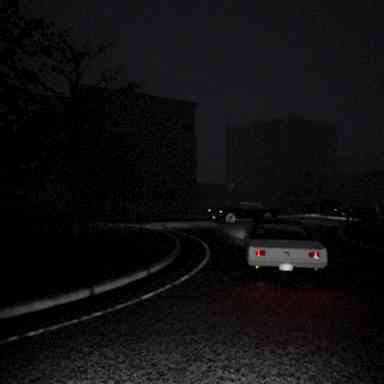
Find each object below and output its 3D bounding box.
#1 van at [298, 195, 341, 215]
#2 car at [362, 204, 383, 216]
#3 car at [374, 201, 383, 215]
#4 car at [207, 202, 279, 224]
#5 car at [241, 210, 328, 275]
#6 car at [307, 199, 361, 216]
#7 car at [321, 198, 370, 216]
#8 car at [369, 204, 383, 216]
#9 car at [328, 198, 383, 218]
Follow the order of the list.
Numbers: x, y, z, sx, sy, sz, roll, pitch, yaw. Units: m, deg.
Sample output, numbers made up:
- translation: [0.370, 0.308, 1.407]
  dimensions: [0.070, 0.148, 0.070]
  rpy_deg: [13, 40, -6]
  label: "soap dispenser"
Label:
- translation: [13.370, 1.305, 35.045]
  dimensions: [1.878, 1.987, 4.442]
  rpy_deg: [3, -1, -40]
  label: "van"
- translation: [26.192, 2.527, 45.731]
  dimensions: [2.002, 1.452, 4.674]
  rpy_deg: [4, -2, -40]
  label: "car"
- translation: [30.443, 2.564, 49.359]
  dimensions: [2.435, 2.045, 5.566]
  rpy_deg: [4, -2, -40]
  label: "car"
- translation: [3.364, 1.295, 21.899]
  dimensions: [4.718, 1.301, 1.895]
  rpy_deg: [1, 1, -27]
  label: "car"
- translation: [2.544, 1.461, 10.045]
  dimensions: [1.895, 1.301, 4.718]
  rpy_deg: [1, 1, 8]
  label: "car"
- translation: [15.548, 1.672, 36.744]
  dimensions: [2.097, 1.535, 5.008]
  rpy_deg: [4, -2, -40]
  label: "car"
- translation: [17.705, 1.706, 38.517]
  dimensions: [2.185, 1.767, 4.553]
  rpy_deg: [4, -2, -40]
  label: "car"
- translation: [28.535, 2.659, 47.471]
  dimensions: [1.946, 1.575, 5.366]
  rpy_deg: [4, -2, -40]
  label: "car"
- translation: [14.961, 1.594, 30.246]
  dimensions: [5.357, 1.411, 2.033]
  rpy_deg: [3, -1, -40]
  label: "car"
